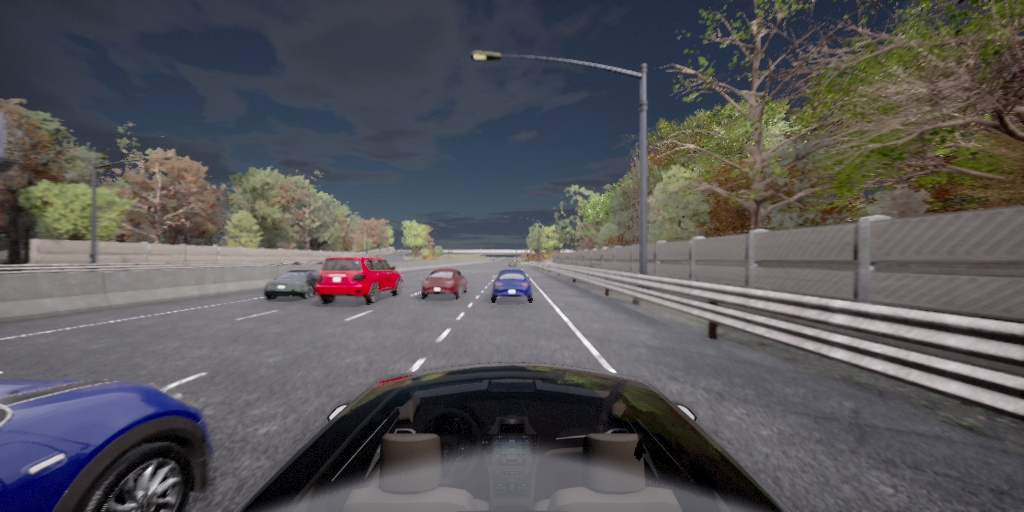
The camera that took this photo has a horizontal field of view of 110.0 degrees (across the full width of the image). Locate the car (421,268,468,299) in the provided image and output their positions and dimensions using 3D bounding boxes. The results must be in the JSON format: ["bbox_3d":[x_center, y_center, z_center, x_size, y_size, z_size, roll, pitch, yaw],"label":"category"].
[{"bbox_3d":[-3.397,1.357,18.600,1.812,1.442,4.674,0,0,0],"label":"car"}]

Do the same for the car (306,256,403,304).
[{"bbox_3d":[-6.898,1.032,16.810,2.150,2.045,5.566,0,0,0],"label":"car"}]

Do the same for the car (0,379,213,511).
[{"bbox_3d":[-3.401,1.087,0.919,2.097,1.767,4.553,0,0,0],"label":"car"}]

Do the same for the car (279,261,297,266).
[{"bbox_3d":[-31.517,1.479,51.317,1.812,1.442,4.674,0,0,1],"label":"car"}]

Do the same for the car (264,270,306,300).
[{"bbox_3d":[-10.394,1.371,18.162,1.994,1.385,4.181,0,0,0],"label":"car"}]

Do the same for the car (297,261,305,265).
[{"bbox_3d":[-28.021,1.443,51.438,1.882,1.535,5.008,0,0,1],"label":"car"}]

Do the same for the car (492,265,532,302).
[{"bbox_3d":[0.001,1.362,17.516,1.812,1.442,4.674,0,0,0],"label":"car"}]
